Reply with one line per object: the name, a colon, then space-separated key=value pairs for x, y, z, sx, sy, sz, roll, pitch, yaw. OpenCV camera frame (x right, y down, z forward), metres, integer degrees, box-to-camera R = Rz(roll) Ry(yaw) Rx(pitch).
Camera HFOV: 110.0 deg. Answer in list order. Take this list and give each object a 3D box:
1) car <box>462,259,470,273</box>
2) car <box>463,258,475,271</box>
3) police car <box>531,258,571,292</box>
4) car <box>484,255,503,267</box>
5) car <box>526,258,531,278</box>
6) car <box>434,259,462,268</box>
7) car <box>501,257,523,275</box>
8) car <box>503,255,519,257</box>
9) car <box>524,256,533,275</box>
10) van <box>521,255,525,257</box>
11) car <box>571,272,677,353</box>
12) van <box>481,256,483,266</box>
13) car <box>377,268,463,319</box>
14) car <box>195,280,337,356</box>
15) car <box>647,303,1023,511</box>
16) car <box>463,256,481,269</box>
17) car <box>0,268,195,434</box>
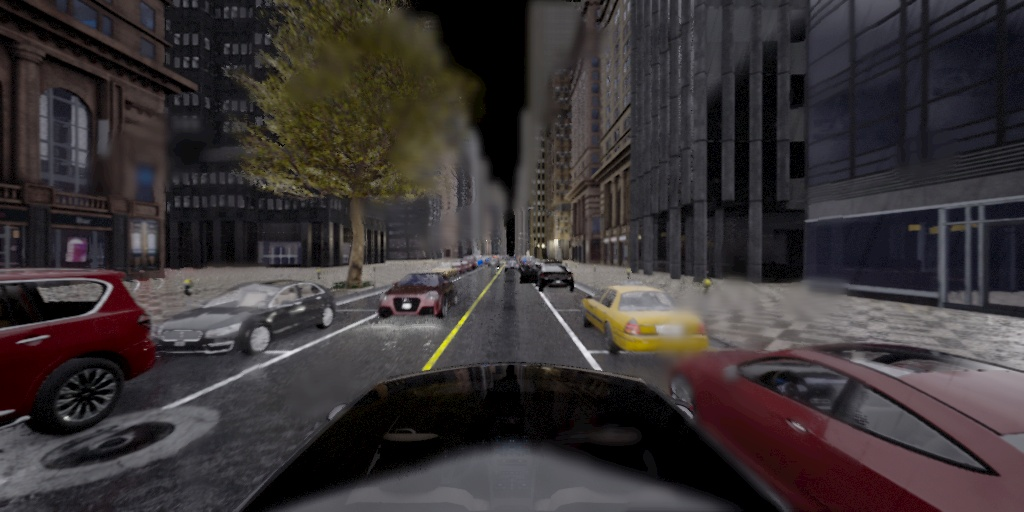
car: x=-5.762 y=1.204 z=36.796 sx=1.802 sy=1.307 sz=4.207 roll=0 pitch=0 yaw=0
car: x=-5.761 y=1.184 z=42.473 sx=1.802 sy=1.307 sz=4.207 roll=0 pitch=0 yaw=0
police car: x=2.367 y=1.103 z=20.935 sx=1.930 sy=1.638 sz=5.238 roll=0 pitch=0 yaw=0
car: x=-2.999 y=1.041 z=59.219 sx=2.128 sy=1.511 sz=4.902 roll=0 pitch=0 yaw=0
car: x=2.764 y=1.172 z=36.804 sx=2.007 sy=1.370 sz=4.403 roll=0 pitch=0 yaw=0
car: x=-5.762 y=1.167 z=30.948 sx=1.751 sy=1.417 sz=4.829 roll=0 pitch=0 yaw=0
car: x=0.040 y=1.144 z=44.283 sx=2.033 sy=1.411 sz=5.357 roll=0 pitch=0 yaw=0
car: x=0.002 y=1.038 z=59.055 sx=2.128 sy=1.511 sz=4.902 roll=0 pitch=0 yaw=0
car: x=2.764 y=1.042 z=42.481 sx=1.967 sy=1.591 sz=4.097 roll=0 pitch=0 yaw=0
van: x=2.764 y=0.886 z=59.515 sx=1.690 sy=1.789 sz=3.998 roll=0 pitch=0 yaw=0
car: x=2.763 y=1.250 z=8.587 sx=1.751 sy=1.417 sz=4.829 roll=0 pitch=0 yaw=0
van: x=-5.761 y=0.904 z=53.828 sx=1.690 sy=1.789 sz=3.998 roll=0 pitch=0 yaw=0
car: x=-3.099 y=1.272 z=12.531 sx=1.994 sy=1.385 sz=4.181 roll=0 pitch=0 yaw=0
car: x=-5.762 y=1.275 z=8.409 sx=2.007 sy=1.370 sz=4.403 roll=0 pitch=0 yaw=0
car: x=2.762 y=1.328 z=2.739 sx=1.802 sy=1.307 sz=4.207 roll=0 pitch=0 yaw=0
car: x=-5.761 y=0.897 z=48.151 sx=2.192 sy=1.841 sz=5.009 roll=0 pitch=0 yaw=0
car: x=-5.763 y=1.061 z=2.732 sx=2.192 sy=1.841 sz=5.009 roll=0 pitch=0 yaw=0
